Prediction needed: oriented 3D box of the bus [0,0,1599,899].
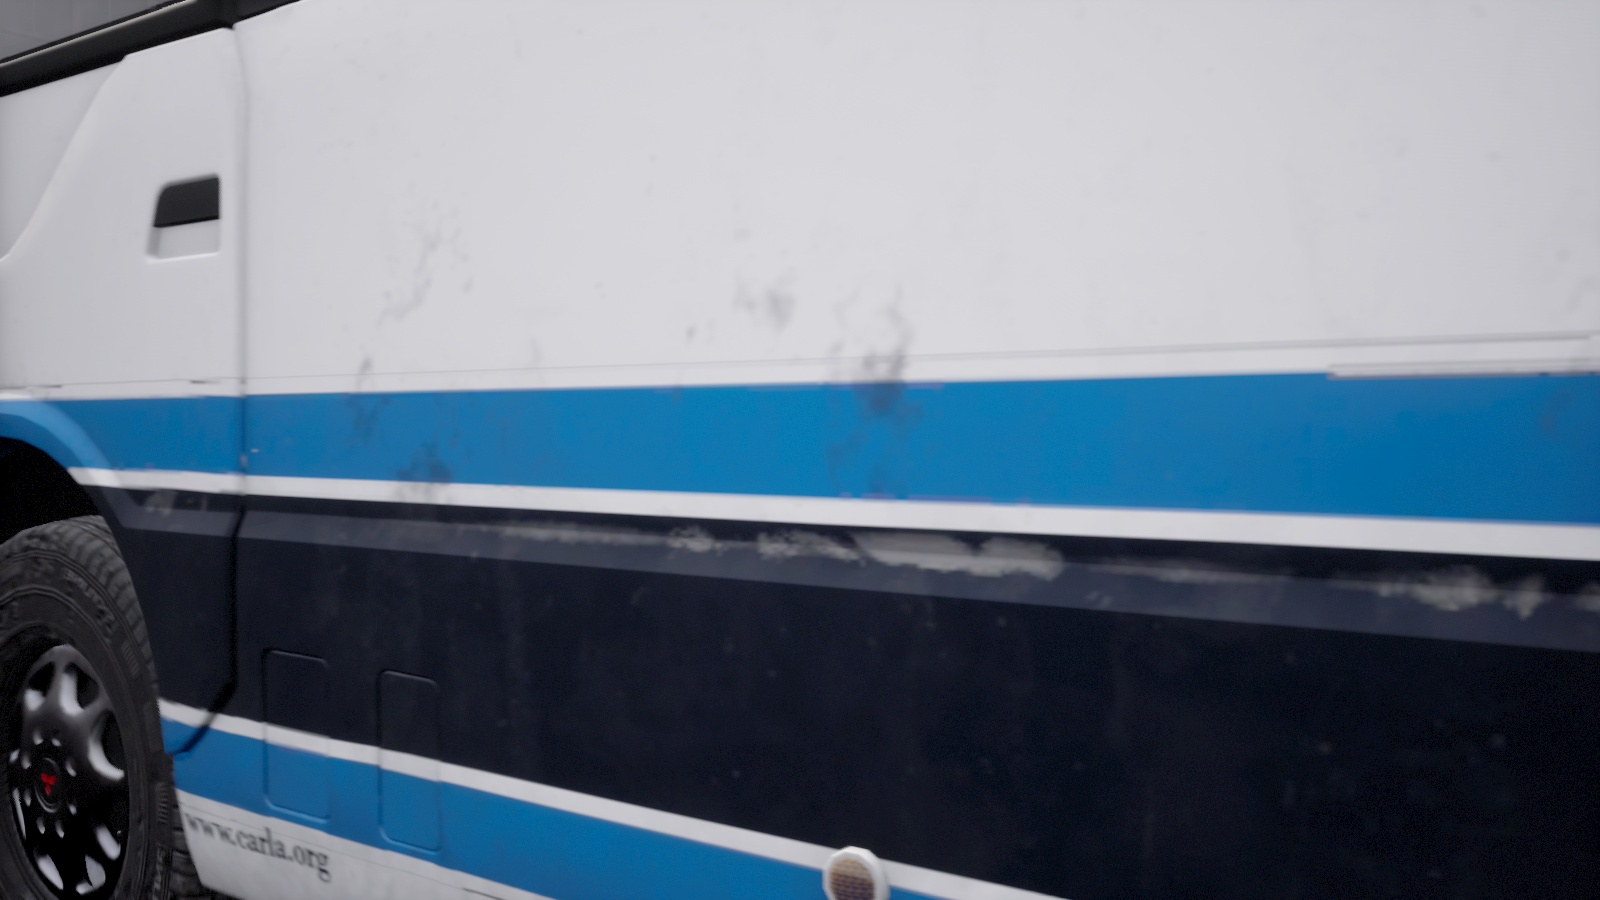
[{"bbox_3d":[1.539,-0.694,2.574,10.273,4.253,3.944,0,1,34],"label":"bus"}]
